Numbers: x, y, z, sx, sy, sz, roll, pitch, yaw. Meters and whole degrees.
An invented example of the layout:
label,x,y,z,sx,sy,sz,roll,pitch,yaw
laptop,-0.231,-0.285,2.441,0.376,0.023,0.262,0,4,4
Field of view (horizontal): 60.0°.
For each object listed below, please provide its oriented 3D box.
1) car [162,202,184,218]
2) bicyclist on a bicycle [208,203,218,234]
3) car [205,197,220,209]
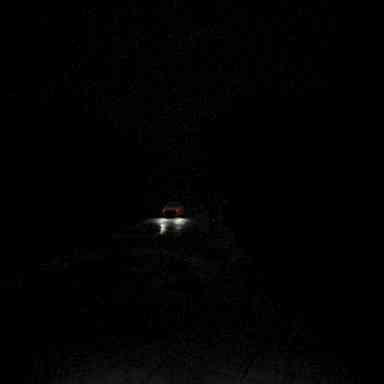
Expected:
label,x,y,z,sx,sy,sz,roll,pitch,yaw
car,-1.876,1.747,33.849,1.882,1.535,5.008,0,-1,4
bicyclist on a bicycle,1.222,1.595,18.732,0.582,1.620,1.656,0,-1,2
car,3.076,2.023,53.864,2.033,1.411,5.357,0,-1,7
